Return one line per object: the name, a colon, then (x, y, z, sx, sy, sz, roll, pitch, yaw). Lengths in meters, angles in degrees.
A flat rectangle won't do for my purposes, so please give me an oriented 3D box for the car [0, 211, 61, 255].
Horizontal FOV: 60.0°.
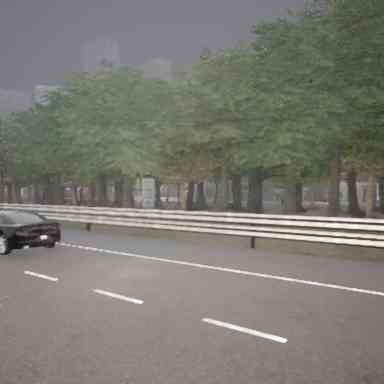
car: (-7.352, 1.495, 13.420, 5.008, 1.535, 1.882, 0, 0, 36)
